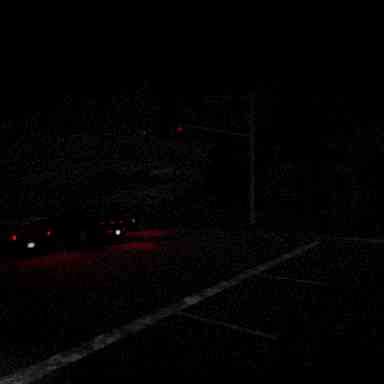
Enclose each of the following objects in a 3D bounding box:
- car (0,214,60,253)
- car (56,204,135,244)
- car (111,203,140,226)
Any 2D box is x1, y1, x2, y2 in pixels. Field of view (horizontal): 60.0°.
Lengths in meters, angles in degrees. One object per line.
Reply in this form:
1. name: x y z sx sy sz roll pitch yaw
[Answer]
1. car: -7.522 1.556 12.722 4.718 1.301 1.895 0 0 30
2. car: -5.239 1.455 15.418 4.892 1.490 1.837 0 0 31
3. car: -5.372 1.416 19.529 5.008 1.535 1.882 0 0 30
